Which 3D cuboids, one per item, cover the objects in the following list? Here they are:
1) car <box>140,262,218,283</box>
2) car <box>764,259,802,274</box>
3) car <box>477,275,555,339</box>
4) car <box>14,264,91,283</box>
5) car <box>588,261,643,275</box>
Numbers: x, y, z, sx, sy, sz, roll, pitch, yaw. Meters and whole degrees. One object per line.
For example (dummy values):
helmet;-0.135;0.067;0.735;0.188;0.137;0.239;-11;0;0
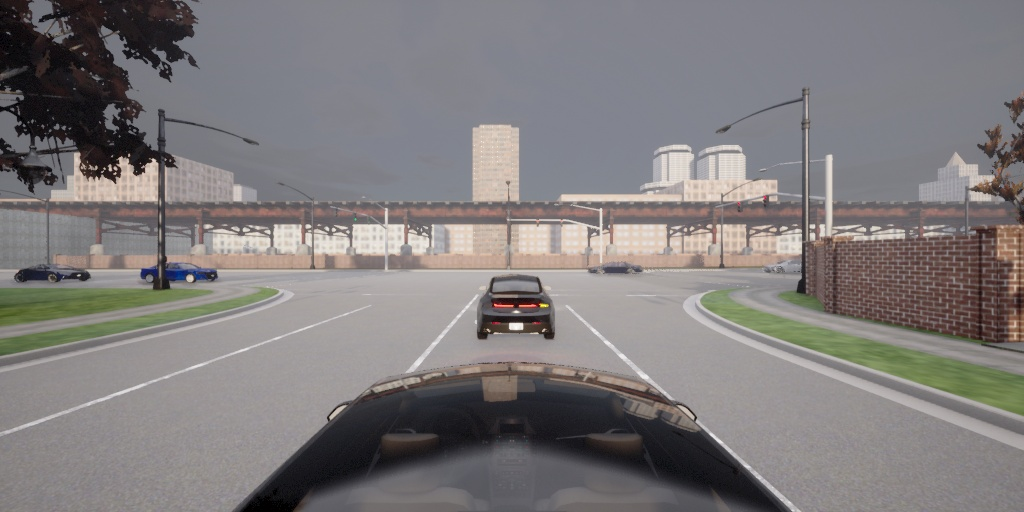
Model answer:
car;-25.226;1.227;27.291;5.008;1.535;1.882;0;0;2
car;28.316;1.083;36.556;4.674;1.442;1.812;-1;0;2
car;0.093;1.255;10.060;1.837;1.490;4.892;0;0;0
car;-35.254;1.314;27.600;4.181;1.385;1.994;0;0;2
car;10.631;1.261;37.026;5.357;1.411;2.033;0;0;2
